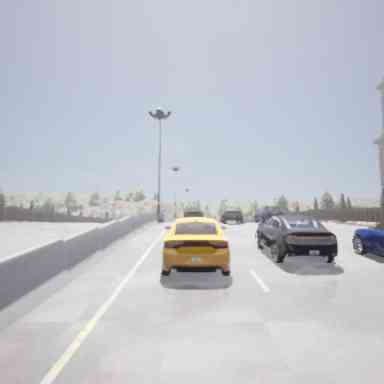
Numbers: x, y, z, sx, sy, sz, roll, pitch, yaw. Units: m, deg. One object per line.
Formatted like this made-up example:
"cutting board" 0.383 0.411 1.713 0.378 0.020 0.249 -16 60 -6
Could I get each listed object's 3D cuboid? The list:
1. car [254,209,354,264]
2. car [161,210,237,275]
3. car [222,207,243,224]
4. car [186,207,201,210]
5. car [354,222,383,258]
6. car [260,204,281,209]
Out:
"car" 3.615 1.589 12.228 2.128 1.511 4.902 0 0 0
"car" 0.113 1.562 10.819 1.882 1.535 5.008 0 0 0
"car" 3.640 2.185 31.292 2.128 1.511 4.902 0 -4 0
"car" 0.140 2.182 31.114 1.837 1.490 4.892 0 -4 0
"car" 7.112 1.566 10.773 1.882 1.535 5.008 0 0 0
"car" 7.140 2.019 30.860 2.097 1.767 4.553 0 -4 0
